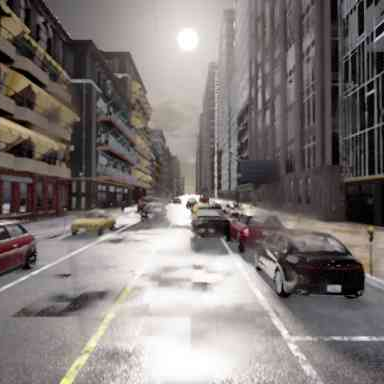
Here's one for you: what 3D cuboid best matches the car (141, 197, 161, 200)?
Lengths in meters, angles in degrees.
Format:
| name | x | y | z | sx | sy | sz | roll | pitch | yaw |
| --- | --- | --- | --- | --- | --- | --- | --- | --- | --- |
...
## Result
| name | x | y | z | sx | sy | sz | roll | pitch | yaw |
| --- | --- | --- | --- | --- | --- | --- | --- | --- | --- |
| car | -5.680 | 1.609 | 42.408 | 2.192 | 1.841 | 5.009 | 1 | 0 | 0 |

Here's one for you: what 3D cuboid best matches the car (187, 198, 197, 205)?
| name | x | y | z | sx | sy | sz | roll | pitch | yaw |
| --- | --- | --- | --- | --- | --- | --- | --- | --- | --- |
| car | -0.008 | 1.987 | 68.770 | 1.895 | 1.301 | 4.718 | 0 | 0 | 0 |

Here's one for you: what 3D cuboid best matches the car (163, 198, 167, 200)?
| name | x | y | z | sx | sy | sz | roll | pitch | yaw |
| --- | --- | --- | --- | --- | --- | --- | --- | --- | --- |
| car | -5.683 | 1.808 | 53.709 | 1.967 | 1.590 | 4.097 | 1 | 0 | 0 |

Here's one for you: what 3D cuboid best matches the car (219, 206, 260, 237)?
| name | x | y | z | sx | sy | sz | roll | pitch | yaw |
| --- | --- | --- | --- | --- | --- | --- | --- | --- | --- |
| car | 2.699 | 1.669 | 19.970 | 1.752 | 1.417 | 4.829 | 1 | 0 | 0 |

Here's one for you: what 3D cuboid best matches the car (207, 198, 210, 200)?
| name | x | y | z | sx | sy | sz | roll | pitch | yaw |
| --- | --- | --- | --- | --- | --- | --- | --- | --- | --- |
| car | 2.699 | 1.660 | 31.102 | 1.967 | 1.590 | 4.097 | 1 | 0 | 0 |

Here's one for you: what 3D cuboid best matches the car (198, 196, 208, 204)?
| name | x | y | z | sx | sy | sz | roll | pitch | yaw |
| --- | --- | --- | --- | --- | --- | --- | --- | --- | --- |
| car | 2.696 | 1.864 | 81.966 | 2.192 | 1.841 | 5.009 | 1 | 0 | 0 |

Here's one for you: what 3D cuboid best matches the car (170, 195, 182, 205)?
| name | x | y | z | sx | sy | sz | roll | pitch | yaw |
| --- | --- | --- | --- | --- | --- | --- | --- | --- | --- |
| car | -3.008 | 1.959 | 69.314 | 1.837 | 1.490 | 4.892 | 0 | 0 | 0 |

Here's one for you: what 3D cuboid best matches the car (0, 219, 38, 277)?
| name | x | y | z | sx | sy | sz | roll | pitch | yaw |
| --- | --- | --- | --- | --- | --- | --- | --- | --- | --- |
| car | -5.679 | 1.502 | 8.497 | 1.967 | 1.590 | 4.097 | 1 | 0 | 0 |

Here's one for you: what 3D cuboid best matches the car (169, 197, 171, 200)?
| name | x | y | z | sx | sy | sz | roll | pitch | yaw |
| --- | --- | --- | --- | --- | --- | --- | --- | --- | --- |
| car | -5.686 | 2.007 | 65.011 | 1.947 | 1.339 | 4.313 | 1 | 0 | 0 |

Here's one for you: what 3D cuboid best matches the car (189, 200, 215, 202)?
| name | x | y | z | sx | sy | sz | roll | pitch | yaw |
| --- | --- | --- | --- | --- | --- | --- | --- | --- | --- |
| car | 0.896 | 1.672 | 27.261 | 1.882 | 1.535 | 5.008 | 0 | 0 | 0 |

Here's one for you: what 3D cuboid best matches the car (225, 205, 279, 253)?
| name | x | y | z | sx | sy | sz | roll | pitch | yaw |
| --- | --- | --- | --- | --- | --- | --- | --- | --- | --- |
| car | 2.701 | 1.543 | 14.149 | 1.967 | 1.590 | 4.097 | 1 | 0 | 0 |

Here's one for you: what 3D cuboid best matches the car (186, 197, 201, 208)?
| name | x | y | z | sx | sy | sz | roll | pitch | yaw |
| --- | --- | --- | --- | --- | --- | --- | --- | --- | --- |
| car | -0.006 | 1.932 | 53.739 | 1.994 | 1.385 | 4.181 | 0 | 0 | 0 |

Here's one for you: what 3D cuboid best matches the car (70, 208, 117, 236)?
| name | x | y | z | sx | sy | sz | roll | pitch | yaw |
| --- | --- | --- | --- | --- | --- | --- | --- | --- | --- |
| car | -5.681 | 1.666 | 19.630 | 1.752 | 1.417 | 4.829 | 1 | 0 | 0 |

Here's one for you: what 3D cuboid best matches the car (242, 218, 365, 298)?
| name | x | y | z | sx | sy | sz | roll | pitch | yaw |
| --- | --- | --- | --- | --- | --- | --- | --- | --- | --- |
| car | 2.700 | 1.613 | 8.496 | 2.008 | 1.369 | 4.403 | 1 | 0 | 0 |

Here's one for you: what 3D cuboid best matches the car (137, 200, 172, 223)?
| name | x | y | z | sx | sy | sz | roll | pitch | yaw |
| --- | --- | --- | --- | --- | --- | --- | --- | --- | --- |
| car | -3.103 | 1.688 | 27.767 | 2.128 | 1.511 | 4.902 | 0 | 0 | 0 |

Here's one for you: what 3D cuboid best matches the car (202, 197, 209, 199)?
| name | x | y | z | sx | sy | sz | roll | pitch | yaw |
| --- | --- | --- | --- | --- | --- | --- | --- | --- | --- |
| car | 2.696 | 1.858 | 48.227 | 1.752 | 1.417 | 4.829 | 1 | 0 | 0 |

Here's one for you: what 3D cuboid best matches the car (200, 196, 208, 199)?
| name | x | y | z | sx | sy | sz | roll | pitch | yaw |
| --- | --- | --- | --- | --- | --- | --- | --- | --- | --- |
| car | 2.697 | 1.793 | 70.663 | 2.192 | 1.841 | 5.009 | 1 | 0 | 0 |

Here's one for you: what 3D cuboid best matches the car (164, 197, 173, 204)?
| name | x | y | z | sx | sy | sz | roll | pitch | yaw |
| --- | --- | --- | --- | --- | --- | --- | --- | --- | --- |
| car | -5.687 | 2.072 | 81.795 | 1.752 | 1.417 | 4.829 | 1 | 0 | 0 |

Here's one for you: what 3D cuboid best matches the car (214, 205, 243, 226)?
| name | x | y | z | sx | sy | sz | roll | pitch | yaw |
| --- | --- | --- | --- | --- | --- | --- | --- | --- | --- |
| car | 2.697 | 1.764 | 25.451 | 1.802 | 1.307 | 4.206 | 1 | 0 | 0 |

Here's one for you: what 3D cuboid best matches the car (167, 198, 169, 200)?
| name | x | y | z | sx | sy | sz | roll | pitch | yaw |
| --- | --- | --- | --- | --- | --- | --- | --- | --- | --- |
| car | -5.685 | 1.949 | 59.361 | 1.887 | 1.381 | 4.507 | 1 | 0 | 0 |

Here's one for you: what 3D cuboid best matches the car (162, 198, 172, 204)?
| name | x | y | z | sx | sy | sz | roll | pitch | yaw |
| --- | --- | --- | --- | --- | --- | --- | --- | --- | --- |
| car | -5.687 | 2.058 | 76.315 | 1.887 | 1.381 | 4.507 | 1 | 0 | 0 |

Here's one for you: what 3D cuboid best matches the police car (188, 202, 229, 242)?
| name | x | y | z | sx | sy | sz | roll | pitch | yaw |
| --- | --- | --- | --- | --- | --- | --- | --- | --- | --- |
| police car | 0.875 | 1.551 | 17.369 | 1.930 | 1.638 | 5.238 | 0 | 0 | 0 |
